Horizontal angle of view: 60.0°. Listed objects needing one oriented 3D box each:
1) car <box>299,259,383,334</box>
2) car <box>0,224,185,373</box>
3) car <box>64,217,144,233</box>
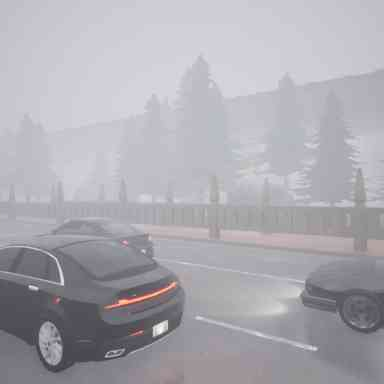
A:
[{"bbox_3d":[4.541,1.547,5.053,5.357,1.411,2.033,0,0,35],"label":"car"},{"bbox_3d":[-2.380,1.505,5.684,4.892,1.490,1.837,0,0,35],"label":"car"},{"bbox_3d":[-3.274,1.526,10.614,4.674,1.442,1.812,0,0,35],"label":"car"}]
